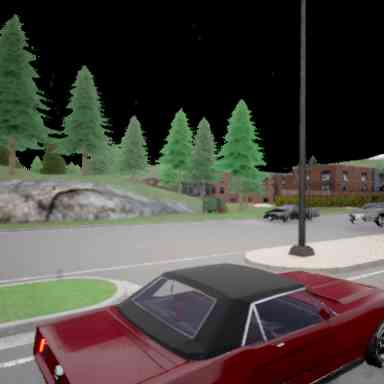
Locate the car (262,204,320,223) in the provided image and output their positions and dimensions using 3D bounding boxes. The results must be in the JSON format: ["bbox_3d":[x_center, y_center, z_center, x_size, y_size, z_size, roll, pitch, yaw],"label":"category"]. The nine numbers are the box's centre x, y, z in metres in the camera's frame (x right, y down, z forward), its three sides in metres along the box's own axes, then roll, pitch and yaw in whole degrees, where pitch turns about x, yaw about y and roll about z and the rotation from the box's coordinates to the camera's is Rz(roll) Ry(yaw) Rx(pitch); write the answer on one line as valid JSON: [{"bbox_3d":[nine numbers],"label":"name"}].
[{"bbox_3d":[8.314,1.695,27.510,5.357,1.411,2.033,1,0,-34],"label":"car"}]

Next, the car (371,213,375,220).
[{"bbox_3d":[12.217,1.334,21.698,4.902,1.511,2.128,1,0,-34],"label":"car"}]

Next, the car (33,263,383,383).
[{"bbox_3d":[0.740,1.618,4.154,4.718,1.301,1.895,1,0,-35],"label":"car"}]
